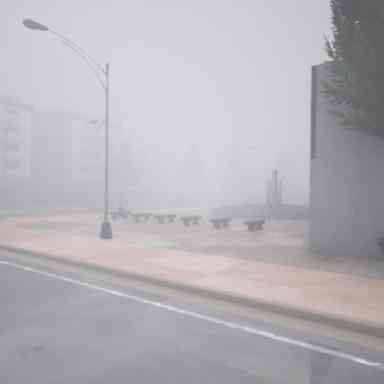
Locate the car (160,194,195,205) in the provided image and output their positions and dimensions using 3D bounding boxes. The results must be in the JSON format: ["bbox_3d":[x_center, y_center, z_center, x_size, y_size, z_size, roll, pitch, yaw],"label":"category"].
[{"bbox_3d":[-1.810,1.143,49.862,4.892,1.490,1.837,0,0,-35],"label":"car"}]
